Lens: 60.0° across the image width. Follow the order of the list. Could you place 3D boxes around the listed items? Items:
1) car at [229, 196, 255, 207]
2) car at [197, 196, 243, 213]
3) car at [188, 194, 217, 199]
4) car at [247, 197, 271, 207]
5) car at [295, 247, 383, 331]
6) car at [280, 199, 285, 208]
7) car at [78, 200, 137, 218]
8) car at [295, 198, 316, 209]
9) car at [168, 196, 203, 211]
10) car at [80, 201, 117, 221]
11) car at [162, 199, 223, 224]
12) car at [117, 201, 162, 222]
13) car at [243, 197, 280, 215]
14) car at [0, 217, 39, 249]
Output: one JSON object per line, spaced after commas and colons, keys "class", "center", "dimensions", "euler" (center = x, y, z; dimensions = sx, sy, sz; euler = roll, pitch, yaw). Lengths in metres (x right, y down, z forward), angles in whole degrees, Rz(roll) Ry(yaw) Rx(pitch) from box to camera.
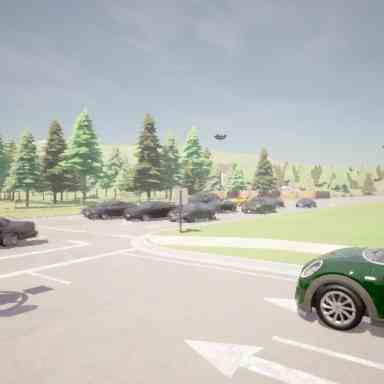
{"class": "car", "center": [8.162, 1.478, 53.862], "dimensions": [1.882, 1.535, 5.008], "euler": [0, 0, 37]}
{"class": "car", "center": [2.974, 1.491, 35.012], "dimensions": [2.128, 1.511, 4.902], "euler": [0, 0, 36]}
{"class": "car", "center": [1.106, 1.223, 38.375], "dimensions": [2.150, 2.045, 5.566], "euler": [0, 0, 36]}
{"class": "car", "center": [10.283, 1.564, 50.839], "dimensions": [1.994, 1.385, 4.181], "euler": [0, 0, 37]}
{"class": "car", "center": [4.081, 1.352, 5.378], "dimensions": [4.553, 1.767, 2.097], "euler": [0, 0, 36]}
{"class": "car", "center": [11.503, 1.525, 46.613], "dimensions": [1.812, 1.442, 4.674], "euler": [0, 0, 36]}
{"class": "car", "center": [-7.984, 1.547, 31.918], "dimensions": [2.033, 1.411, 5.357], "euler": [0, 0, 36]}
{"class": "car", "center": [16.138, 1.526, 46.994], "dimensions": [1.812, 1.442, 4.674], "euler": [0, 0, 36]}
{"class": "car", "center": [-0.741, 1.352, 41.779], "dimensions": [2.097, 1.767, 4.553], "euler": [0, 0, 36]}
{"class": "car", "center": [-6.687, 1.504, 27.770], "dimensions": [1.837, 1.490, 4.892], "euler": [0, 0, 36]}
{"class": "car", "center": [0.130, 1.526, 25.224], "dimensions": [1.812, 1.442, 4.674], "euler": [0, 0, 36]}
{"class": "car", "center": [-3.235, 1.478, 26.558], "dimensions": [1.882, 1.535, 5.008], "euler": [0, 0, 36]}
{"class": "car", "center": [6.954, 1.351, 34.519], "dimensions": [2.097, 1.767, 4.553], "euler": [0, 0, 36]}
{"class": "car", "center": [-8.675, 1.547, 12.593], "dimensions": [2.033, 1.411, 5.357], "euler": [0, 0, 33]}
